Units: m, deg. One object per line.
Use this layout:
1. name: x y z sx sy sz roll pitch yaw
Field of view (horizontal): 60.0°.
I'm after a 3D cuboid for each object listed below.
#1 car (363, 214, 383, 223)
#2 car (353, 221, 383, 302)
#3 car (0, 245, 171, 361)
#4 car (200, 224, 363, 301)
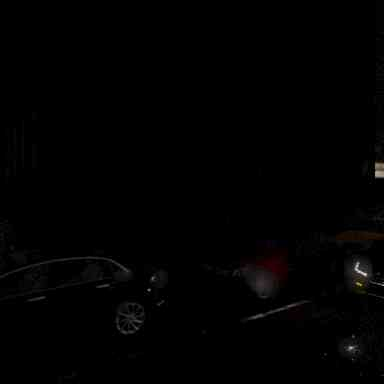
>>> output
1. car: 6.581 1.462 11.348 4.829 1.417 1.752 0 0 -36
2. car: 5.444 1.459 7.266 4.892 1.490 1.837 0 0 -36
3. car: -2.410 1.546 4.928 4.403 1.369 2.008 0 0 -36
4. car: 2.155 1.547 8.187 4.206 1.307 1.802 0 0 -36
